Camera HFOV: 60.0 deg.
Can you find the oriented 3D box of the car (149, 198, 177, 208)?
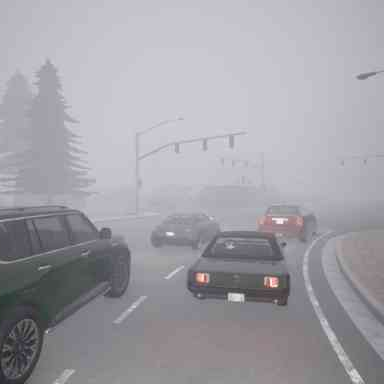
[{"bbox_3d":[-4.244,1.534,48.189,4.674,1.442,1.812,0,0,41],"label":"car"}]

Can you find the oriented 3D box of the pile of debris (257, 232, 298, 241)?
[{"bbox_3d":[4.182,2.149,16.133,1.500,0.140,1.860,0,0,29],"label":"pile of debris"}]

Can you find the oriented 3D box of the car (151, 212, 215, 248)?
[{"bbox_3d":[-0.127,1.548,14.454,1.994,1.385,4.181,0,0,20],"label":"car"}]

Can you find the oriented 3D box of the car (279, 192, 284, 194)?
[{"bbox_3d":[24.757,1.053,92.185,4.605,1.855,1.932,0,0,40],"label":"car"}]

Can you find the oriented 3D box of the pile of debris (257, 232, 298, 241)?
[{"bbox_3d":[4.182,2.149,16.133,1.500,0.140,1.860,0,0,29],"label":"pile of debris"}]

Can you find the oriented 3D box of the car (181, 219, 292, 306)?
[{"bbox_3d":[1.328,1.590,8.096,1.895,1.301,4.718,0,0,14],"label":"car"}]

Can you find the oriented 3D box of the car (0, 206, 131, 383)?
[{"bbox_3d":[-2.788,1.222,5.493,2.150,2.045,5.566,0,0,8],"label":"car"}]

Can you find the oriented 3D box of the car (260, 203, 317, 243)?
[{"bbox_3d":[4.802,1.325,16.374,2.097,1.767,4.553,0,0,27],"label":"car"}]
